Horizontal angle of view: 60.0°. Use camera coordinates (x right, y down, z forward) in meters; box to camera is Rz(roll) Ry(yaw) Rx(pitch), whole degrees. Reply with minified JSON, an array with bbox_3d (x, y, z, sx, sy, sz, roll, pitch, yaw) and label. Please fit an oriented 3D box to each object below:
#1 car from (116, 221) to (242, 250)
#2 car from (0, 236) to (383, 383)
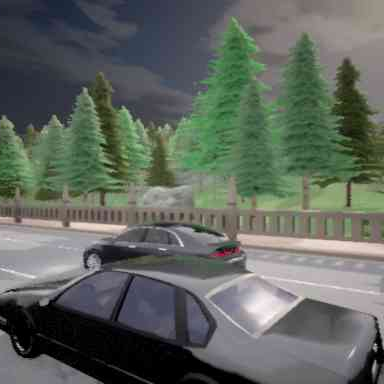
[{"bbox_3d":[-0.952,1.564,8.971,4.892,1.490,1.837,-1,0,36],"label":"car"},{"bbox_3d":[-0.480,1.576,4.335,5.357,1.411,2.033,-1,0,36],"label":"car"}]
